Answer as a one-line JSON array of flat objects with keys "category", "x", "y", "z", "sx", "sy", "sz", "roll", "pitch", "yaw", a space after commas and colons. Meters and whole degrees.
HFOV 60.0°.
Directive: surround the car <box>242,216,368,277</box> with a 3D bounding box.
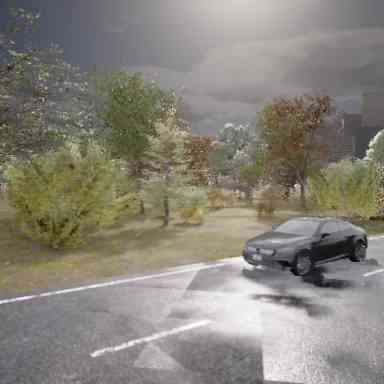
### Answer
[{"category": "car", "x": 3.647, "y": 1.489, "z": 10.288, "sx": 4.674, "sy": 1.442, "sz": 1.812, "roll": 0, "pitch": 0, "yaw": -36}]
